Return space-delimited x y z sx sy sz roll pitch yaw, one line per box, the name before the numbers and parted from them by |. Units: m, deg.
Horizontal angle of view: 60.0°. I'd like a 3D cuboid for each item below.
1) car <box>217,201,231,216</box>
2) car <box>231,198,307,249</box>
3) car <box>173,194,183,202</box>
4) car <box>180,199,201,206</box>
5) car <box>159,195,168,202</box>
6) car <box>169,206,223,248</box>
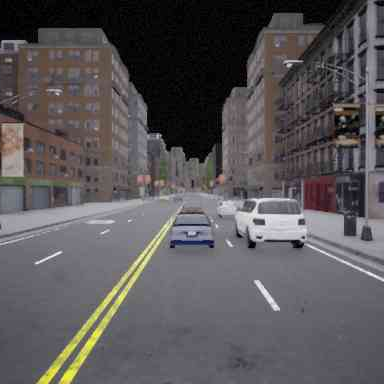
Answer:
car | 3.250 1.528 29.651 1.812 1.442 4.674 0 0 0
car | 3.250 1.254 14.681 2.150 2.045 5.566 0 0 0
car | -3.250 1.319 76.754 2.097 1.767 4.553 0 0 0
car | 0.000 1.611 29.681 1.895 1.301 4.718 0 0 0
car | -6.500 1.441 76.725 1.882 1.535 5.008 0 0 0
car | 0.000 1.559 14.651 2.033 1.411 5.357 0 0 0
